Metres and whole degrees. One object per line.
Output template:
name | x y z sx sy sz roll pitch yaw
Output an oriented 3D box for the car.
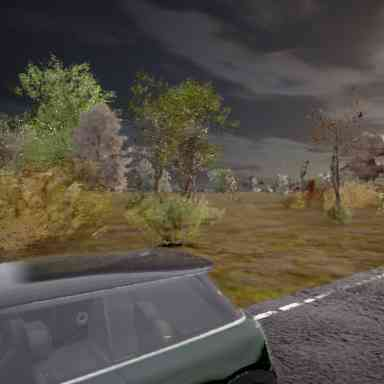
car | -1.509 1.358 2.369 4.553 1.767 2.097 0 0 -36
